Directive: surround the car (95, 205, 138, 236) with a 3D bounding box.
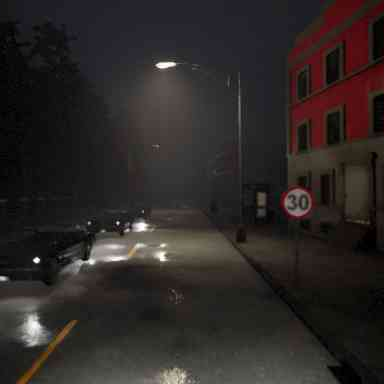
[{"bbox_3d":[-4.494,1.647,18.886,1.895,1.301,4.718,0,0,-1],"label":"car"}]

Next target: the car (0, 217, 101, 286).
[{"bbox_3d":[-4.291,1.636,9.663,1.895,1.301,4.718,0,0,-1],"label":"car"}]

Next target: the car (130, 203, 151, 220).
[{"bbox_3d":[-4.694,1.658,28.864,1.895,1.301,4.718,0,0,-1],"label":"car"}]
